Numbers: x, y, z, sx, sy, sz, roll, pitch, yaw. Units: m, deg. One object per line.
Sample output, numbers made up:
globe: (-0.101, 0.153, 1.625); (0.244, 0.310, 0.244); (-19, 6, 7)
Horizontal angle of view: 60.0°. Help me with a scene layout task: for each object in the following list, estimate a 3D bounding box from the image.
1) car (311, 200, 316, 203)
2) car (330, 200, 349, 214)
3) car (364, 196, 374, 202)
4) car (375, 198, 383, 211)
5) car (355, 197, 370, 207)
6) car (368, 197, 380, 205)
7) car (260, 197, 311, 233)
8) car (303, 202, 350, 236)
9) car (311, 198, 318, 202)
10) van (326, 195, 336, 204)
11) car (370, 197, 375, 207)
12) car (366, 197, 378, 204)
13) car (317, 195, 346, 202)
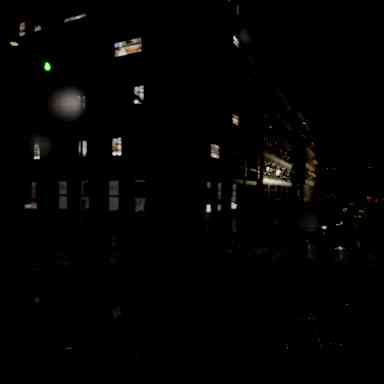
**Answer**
car: (7.970, 1.595, 25.181); (1.887, 1.381, 4.507); (1, 0, 25)
car: (16.627, 1.630, 37.443); (1.812, 1.442, 4.674); (0, 0, 25)
car: (43.653, 1.801, 81.994); (2.008, 1.369, 4.403); (1, 0, 25)
car: (24.612, 1.598, 41.866); (1.967, 1.590, 4.097); (1, 0, 25)
car: (27.456, 1.646, 53.849); (1.882, 1.535, 5.008); (0, 0, 25)
car: (36.512, 1.763, 66.946); (1.887, 1.381, 4.507); (1, 0, 25)
car: (5.592, 1.351, 20.165); (2.192, 1.841, 5.009); (1, 0, 25)
car: (7.797, 1.558, 18.963); (1.837, 1.490, 4.892); (0, 0, 27)
car: (12.731, 1.622, 35.213); (1.887, 1.381, 4.507); (1, 0, 25)
van: (29.395, 1.506, 70.323); (1.690, 1.788, 3.998); (1, 0, 25)
car: (29.371, 1.734, 51.899); (2.008, 1.369, 4.403); (1, 0, 25)
car: (38.893, 1.774, 71.962); (1.887, 1.381, 4.507); (1, 0, 25)
car: (12.162, 1.431, 28.208); (2.097, 1.767, 4.553); (0, 0, 26)
